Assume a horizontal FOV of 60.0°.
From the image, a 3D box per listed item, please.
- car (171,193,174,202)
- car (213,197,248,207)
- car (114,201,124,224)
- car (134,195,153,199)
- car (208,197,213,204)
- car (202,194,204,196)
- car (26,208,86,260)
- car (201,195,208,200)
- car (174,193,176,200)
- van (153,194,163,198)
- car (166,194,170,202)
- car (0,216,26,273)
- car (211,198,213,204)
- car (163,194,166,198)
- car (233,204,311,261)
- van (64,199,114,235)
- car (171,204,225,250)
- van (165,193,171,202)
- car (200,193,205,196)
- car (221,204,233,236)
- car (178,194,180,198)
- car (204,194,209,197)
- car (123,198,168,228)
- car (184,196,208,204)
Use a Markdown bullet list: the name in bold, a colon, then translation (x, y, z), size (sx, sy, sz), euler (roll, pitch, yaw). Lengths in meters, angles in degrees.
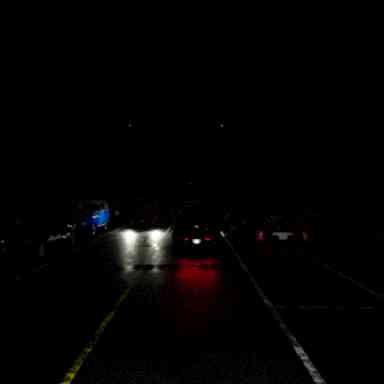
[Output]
- **car**: translation (-5.335, 1.295, 68.628), size (1.967, 1.590, 4.097), euler (0, 0, 0)
- **car**: translation (2.900, 1.271, 23.490), size (2.192, 1.841, 5.009), euler (0, 0, 0)
- **car**: translation (-5.625, 1.380, 23.536), size (1.967, 1.590, 4.097), euler (0, 0, 0)
- **car**: translation (-5.552, 1.357, 34.809), size (1.967, 1.590, 4.097), euler (0, 0, 0)
- **car**: translation (2.973, 1.499, 34.763), size (1.947, 1.339, 4.313), euler (0, 0, 0)
- **car**: translation (3.117, 1.455, 57.307), size (1.947, 1.339, 4.313), euler (0, 0, 0)
- **car**: translation (-5.697, 1.508, 12.263), size (1.887, 1.381, 4.507), euler (0, 0, 0)
- **car**: translation (3.334, 1.417, 91.125), size (1.802, 1.307, 4.206), euler (0, 0, 0)
- **car**: translation (-5.299, 1.160, 74.264), size (2.192, 1.841, 5.009), euler (0, 0, 0)
- **van**: translation (-5.480, 1.235, 46.082), size (1.690, 1.788, 3.998), euler (0, 0, 0)
- **car**: translation (-5.407, 1.424, 57.355), size (2.008, 1.369, 4.403), euler (0, 0, 0)
- **car**: translation (-5.733, 1.290, 6.625), size (2.192, 1.841, 5.009), euler (0, 0, 0)
- **car**: translation (2.937, 1.489, 29.127), size (1.887, 1.381, 4.507), euler (0, 0, 0)
- **car**: translation (-5.445, 1.409, 51.549), size (1.752, 1.417, 4.829), euler (0, 0, 0)
- **car**: translation (2.828, 1.420, 12.217), size (1.967, 1.590, 4.097), euler (0, 0, 0)
- **van**: translation (-5.661, 1.293, 17.899), size (1.690, 1.788, 3.998), euler (0, 0, 0)
- **car**: translation (0.181, 1.476, 14.150), size (1.837, 1.490, 4.892), euler (0, 0, 0)
- **van**: translation (-5.372, 1.205, 62.991), size (1.690, 1.788, 3.998), euler (0, 0, 0)
- **car**: translation (3.226, 1.443, 74.216), size (1.802, 1.307, 4.206), euler (0, 0, 0)
- **car**: translation (2.864, 1.534, 17.854), size (1.947, 1.339, 4.313), euler (0, 0, 0)
- **car**: translation (-5.191, 1.370, 91.174), size (2.008, 1.369, 4.403), euler (0, 0, 0)
- **car**: translation (3.045, 1.350, 46.034), size (1.967, 1.590, 4.097), euler (0, 0, 0)
- **car**: translation (-2.956, 1.425, 22.201), size (1.882, 1.535, 5.008), euler (0, 0, 0)
- **car**: translation (0.294, 1.411, 31.763), size (1.882, 1.535, 5.008), euler (0, 0, 0)
